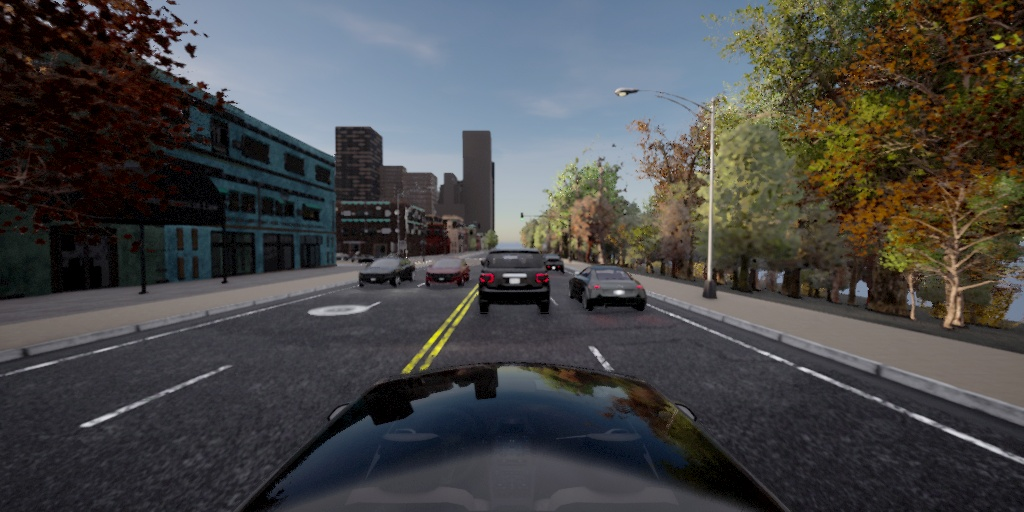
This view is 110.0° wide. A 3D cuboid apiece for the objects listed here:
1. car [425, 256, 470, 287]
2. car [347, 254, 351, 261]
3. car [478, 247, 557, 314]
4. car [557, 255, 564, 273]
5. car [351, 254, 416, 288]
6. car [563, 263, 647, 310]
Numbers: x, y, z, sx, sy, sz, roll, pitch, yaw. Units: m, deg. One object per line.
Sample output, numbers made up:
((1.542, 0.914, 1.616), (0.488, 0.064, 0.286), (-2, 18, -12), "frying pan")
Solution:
((-3.454, 0.799, 19.973), (1.882, 1.535, 5.008), (0, 1, -1), "car")
((-20.338, 0.419, 50.560), (4.313, 1.339, 1.948), (0, 0, 0), "car")
((0.056, 0.717, 12.597), (2.150, 2.045, 5.566), (0, 1, 0), "car")
((3.155, 0.600, 29.735), (1.837, 1.490, 4.892), (0, 1, -1), "car")
((-6.703, 0.804, 19.728), (1.882, 1.535, 5.008), (0, 1, -1), "car")
((3.298, 1.049, 13.087), (1.994, 1.385, 4.181), (0, 1, 0), "car")
